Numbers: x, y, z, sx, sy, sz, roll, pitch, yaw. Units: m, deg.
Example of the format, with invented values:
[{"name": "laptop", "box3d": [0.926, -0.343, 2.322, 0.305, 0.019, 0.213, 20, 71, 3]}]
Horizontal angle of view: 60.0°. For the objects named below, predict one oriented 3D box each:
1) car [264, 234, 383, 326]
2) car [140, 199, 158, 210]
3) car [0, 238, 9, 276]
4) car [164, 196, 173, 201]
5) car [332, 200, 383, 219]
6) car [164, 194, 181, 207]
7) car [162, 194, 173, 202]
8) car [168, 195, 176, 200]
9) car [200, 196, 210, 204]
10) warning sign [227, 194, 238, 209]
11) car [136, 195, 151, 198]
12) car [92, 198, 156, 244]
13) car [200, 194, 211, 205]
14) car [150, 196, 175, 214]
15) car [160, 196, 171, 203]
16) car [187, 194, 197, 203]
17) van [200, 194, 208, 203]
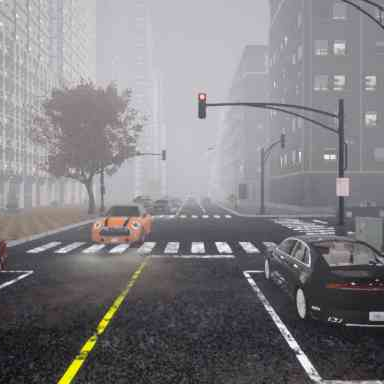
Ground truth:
[{"name": "car", "box3d": [2.681, 1.551, 6.963, 2.008, 1.369, 4.403, 0, 0, 0]}, {"name": "car", "box3d": [-5.740, 1.592, 44.865, 1.947, 1.339, 4.313, 0, 0, 0]}, {"name": "car", "box3d": [-5.699, 1.545, 6.954, 1.887, 1.381, 4.507, 0, 0, 0]}, {"name": "car", "box3d": [-5.781, 1.632, 83.525, 2.008, 1.369, 4.403, 0, 0, 0]}, {"name": "car", "box3d": [13.397, 1.350, 26.380, 4.403, 1.369, 2.008, -1, 1, -1]}, {"name": "car", "box3d": [-3.148, 1.523, 50.023, 2.128, 1.511, 4.902, 0, 0, 0]}, {"name": "car", "box3d": [-5.776, 1.385, 78.002, 2.192, 1.841, 5.009, 0, 0, 0]}, {"name": "car", "box3d": [-5.793, 1.654, 94.571, 2.008, 1.369, 4.403, 0, 0, 0]}, {"name": "car", "box3d": [2.617, 1.578, 67.135, 1.752, 1.417, 4.829, 0, 0, 0]}, {"name": "warning sign", "box3d": [5.024, 1.138, 41.479, 1.300, 1.860, 1.060, 0, 0, 0]}, {"name": "car", "box3d": [-5.735, 1.336, 39.342, 2.192, 1.841, 5.009, 0, 0, 0]}, {"name": "car", "box3d": [-3.118, 1.355, 15.601, 2.097, 1.767, 4.553, 0, 0, 0]}, {"name": "car", "box3d": [2.623, 1.610, 61.442, 1.947, 1.339, 4.313, 0, 0, 0]}, {"name": "car", "box3d": [-3.138, 1.522, 35.107, 1.837, 1.490, 4.892, 0, 0, 0]}, {"name": "car", "box3d": [-5.769, 1.627, 72.480, 1.947, 1.339, 4.313, 0, 0, 0]}, {"name": "car", "box3d": [-0.074, 1.602, 68.670, 2.033, 1.411, 5.357, 0, 0, 0]}, {"name": "van", "box3d": [2.611, 1.402, 72.489, 1.690, 1.788, 3.998, 0, 0, 0]}]
